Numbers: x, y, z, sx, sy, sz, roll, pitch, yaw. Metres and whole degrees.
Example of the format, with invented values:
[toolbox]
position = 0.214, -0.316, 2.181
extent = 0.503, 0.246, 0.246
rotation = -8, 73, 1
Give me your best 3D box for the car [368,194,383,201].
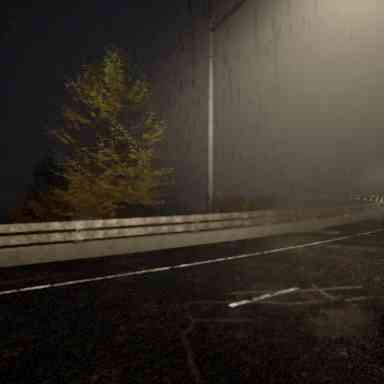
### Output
[car]
position = 43.690, 1.536, 77.883
extent = 1.994, 1.385, 4.181
rotation = 0, 0, 7
